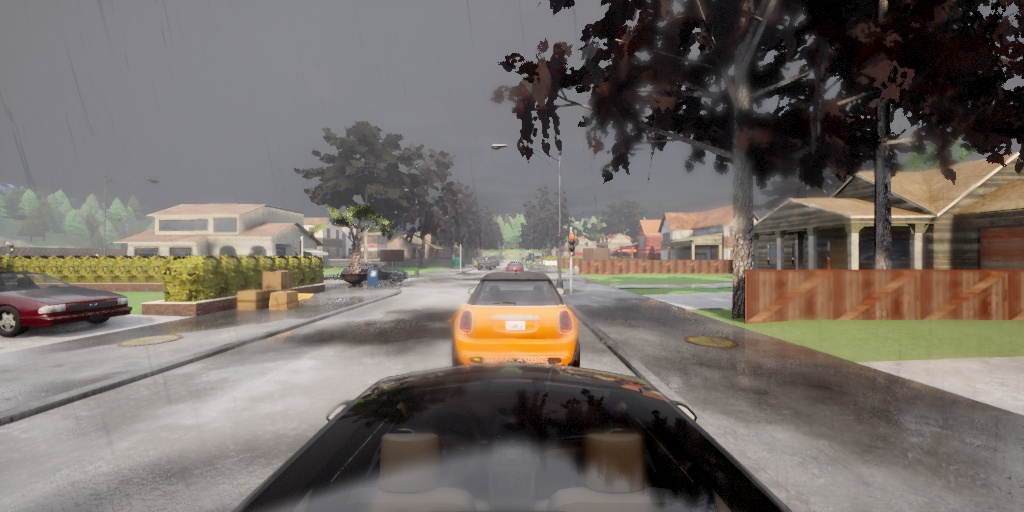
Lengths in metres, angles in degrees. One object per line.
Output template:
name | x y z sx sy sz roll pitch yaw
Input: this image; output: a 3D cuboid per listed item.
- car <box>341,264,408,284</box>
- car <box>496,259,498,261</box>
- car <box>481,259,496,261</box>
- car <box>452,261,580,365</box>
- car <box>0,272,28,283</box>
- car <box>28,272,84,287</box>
car | -10.104 1.275 26.542 4.674 1.442 1.812 0 0 -3
car | -3.600 1.241 59.260 2.128 1.511 4.902 0 0 1
car | -3.692 1.255 49.920 1.837 1.490 4.892 0 0 1
car | 0.096 1.102 7.713 2.097 1.767 4.553 0 0 1
car | -44.655 1.314 30.885 4.181 1.385 1.994 0 0 1
car | -31.652 1.297 26.563 5.357 1.411 2.033 0 0 1
